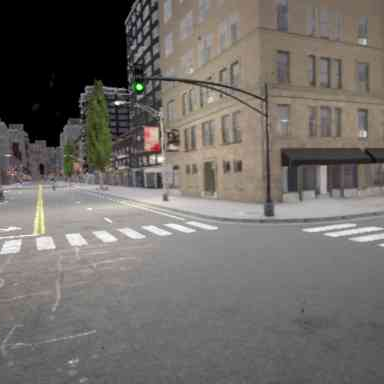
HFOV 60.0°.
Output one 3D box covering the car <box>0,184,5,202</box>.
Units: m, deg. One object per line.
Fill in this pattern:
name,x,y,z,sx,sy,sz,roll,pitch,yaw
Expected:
car,-22.583,0.147,37.535,2.150,2.045,5.566,-3,5,-24
